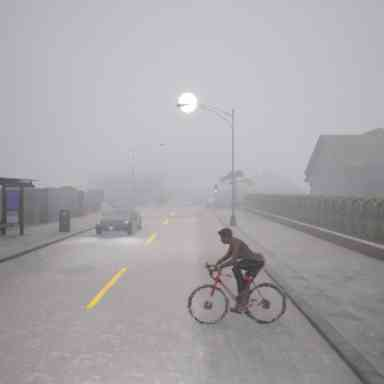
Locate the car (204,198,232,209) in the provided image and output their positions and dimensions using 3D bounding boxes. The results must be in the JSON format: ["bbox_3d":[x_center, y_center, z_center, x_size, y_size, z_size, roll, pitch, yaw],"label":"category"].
[{"bbox_3d":[3.730,1.508,45.893,4.674,1.442,1.812,0,0,-41],"label":"car"}]

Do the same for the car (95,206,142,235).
[{"bbox_3d":[-3.966,1.518,18.711,1.812,1.442,4.674,0,0,1],"label":"car"}]

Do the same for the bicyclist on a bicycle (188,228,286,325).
[{"bbox_3d":[0.744,1.426,5.580,1.656,1.620,0.582,-1,0,0],"label":"bicyclist on a bicycle"}]
